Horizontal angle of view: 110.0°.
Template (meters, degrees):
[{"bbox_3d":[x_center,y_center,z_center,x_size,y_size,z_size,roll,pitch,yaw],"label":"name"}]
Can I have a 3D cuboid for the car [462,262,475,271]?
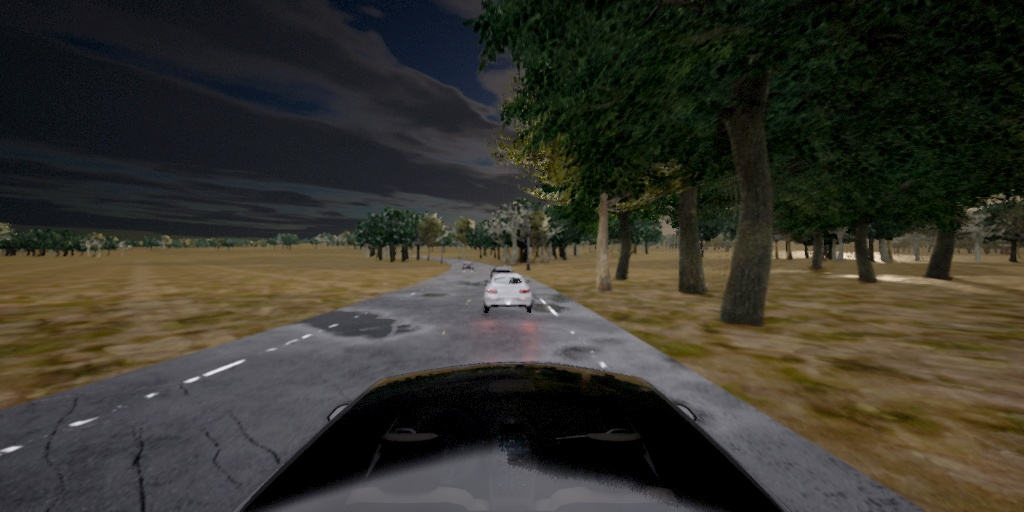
[{"bbox_3d":[-7.207,1.691,59.363,1.994,1.385,4.181,0,0,-6],"label":"car"}]

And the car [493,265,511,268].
[{"bbox_3d":[-0.831,1.470,29.190,2.128,1.511,4.902,0,0,-3],"label":"car"}]

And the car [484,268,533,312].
[{"bbox_3d":[-0.182,1.407,14.848,1.812,1.442,4.674,0,0,-1],"label":"car"}]
